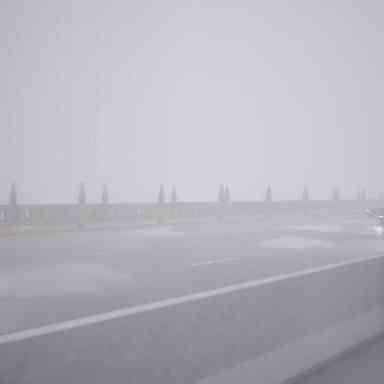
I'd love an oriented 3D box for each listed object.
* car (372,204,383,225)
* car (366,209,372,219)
[{"bbox_3d":[14.945,1.579,23.247,4.892,1.490,1.837,0,0,-35],"label":"car"},{"bbox_3d":[17.280,1.693,29.212,4.718,1.301,1.895,0,0,-35],"label":"car"}]
